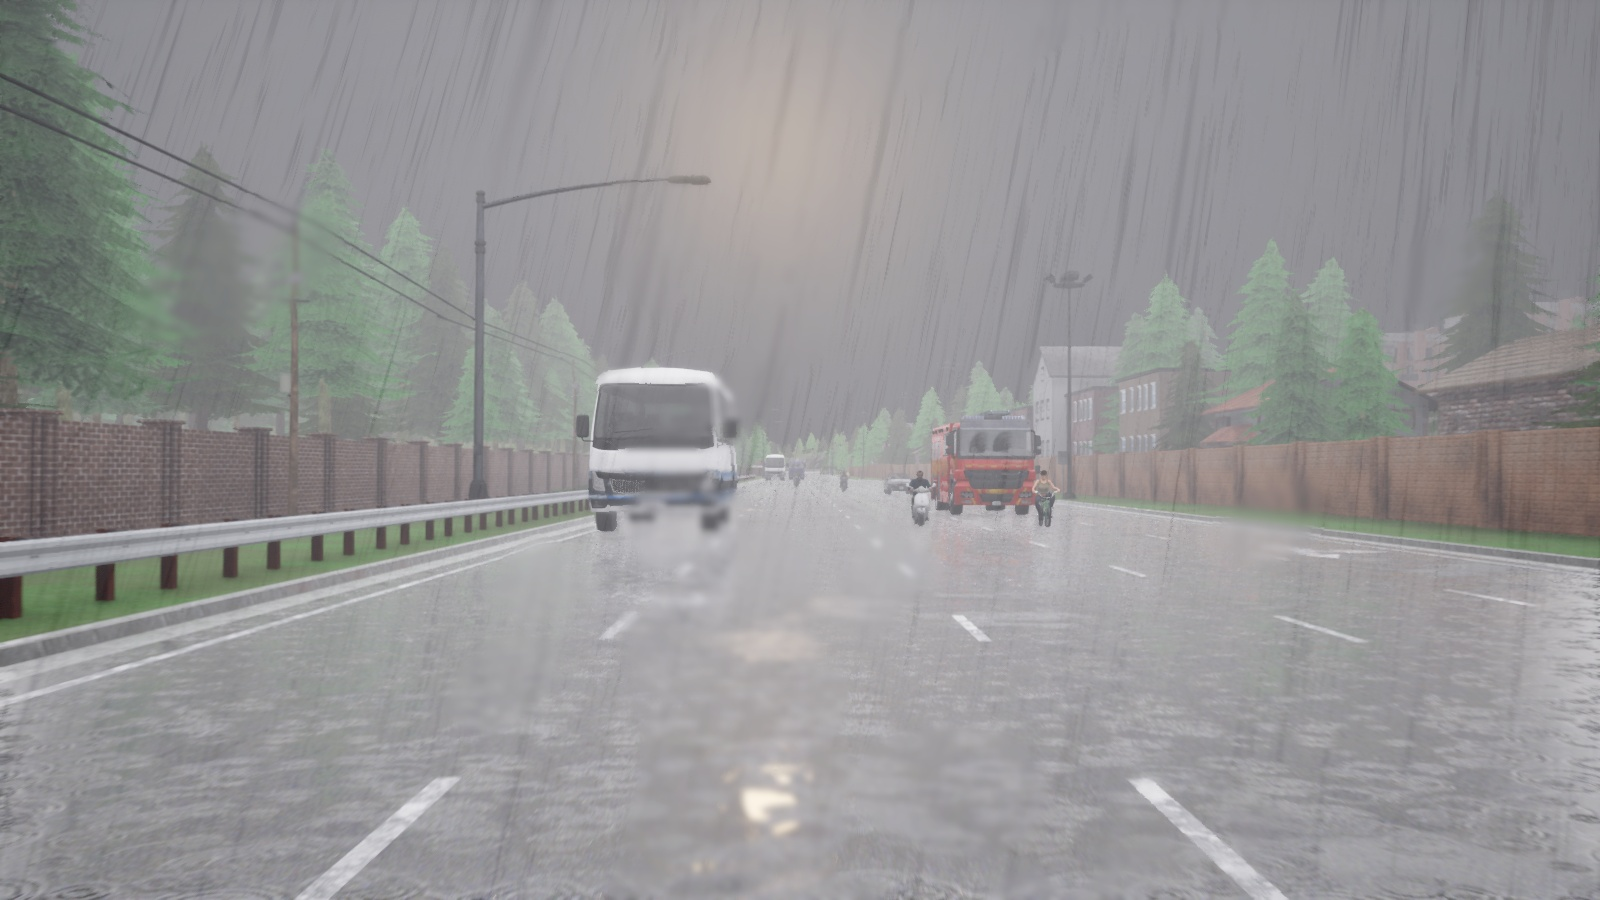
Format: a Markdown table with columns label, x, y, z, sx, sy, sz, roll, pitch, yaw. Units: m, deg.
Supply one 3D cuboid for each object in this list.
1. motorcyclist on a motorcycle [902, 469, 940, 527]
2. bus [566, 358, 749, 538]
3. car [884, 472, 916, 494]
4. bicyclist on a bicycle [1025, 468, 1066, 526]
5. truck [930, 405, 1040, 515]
| label | x | y | z | sx | sy | sz | roll | pitch | yaw |
| --- | --- | --- | --- | --- | --- | --- | --- | --- | --- |
| motorcyclist on a motorcycle | 3.412 | 1.350 | 35.572 | 0.866 | 1.590 | 1.817 | 0 | -1 | 0 |
| bus | -3.593 | 0.038 | 34.984 | 3.944 | 4.253 | 10.273 | 0 | -1 | 0 |
| car | 6.787 | 2.238 | 85.842 | 1.816 | 1.474 | 4.193 | 0 | -1 | 0 |
| bicyclist on a bicycle | 6.916 | 1.317 | 35.454 | 0.866 | 1.612 | 1.509 | 0 | -1 | 0 |
| truck | 6.876 | 0.424 | 47.895 | 2.891 | 3.827 | 8.468 | 0 | -1 | 0 |
